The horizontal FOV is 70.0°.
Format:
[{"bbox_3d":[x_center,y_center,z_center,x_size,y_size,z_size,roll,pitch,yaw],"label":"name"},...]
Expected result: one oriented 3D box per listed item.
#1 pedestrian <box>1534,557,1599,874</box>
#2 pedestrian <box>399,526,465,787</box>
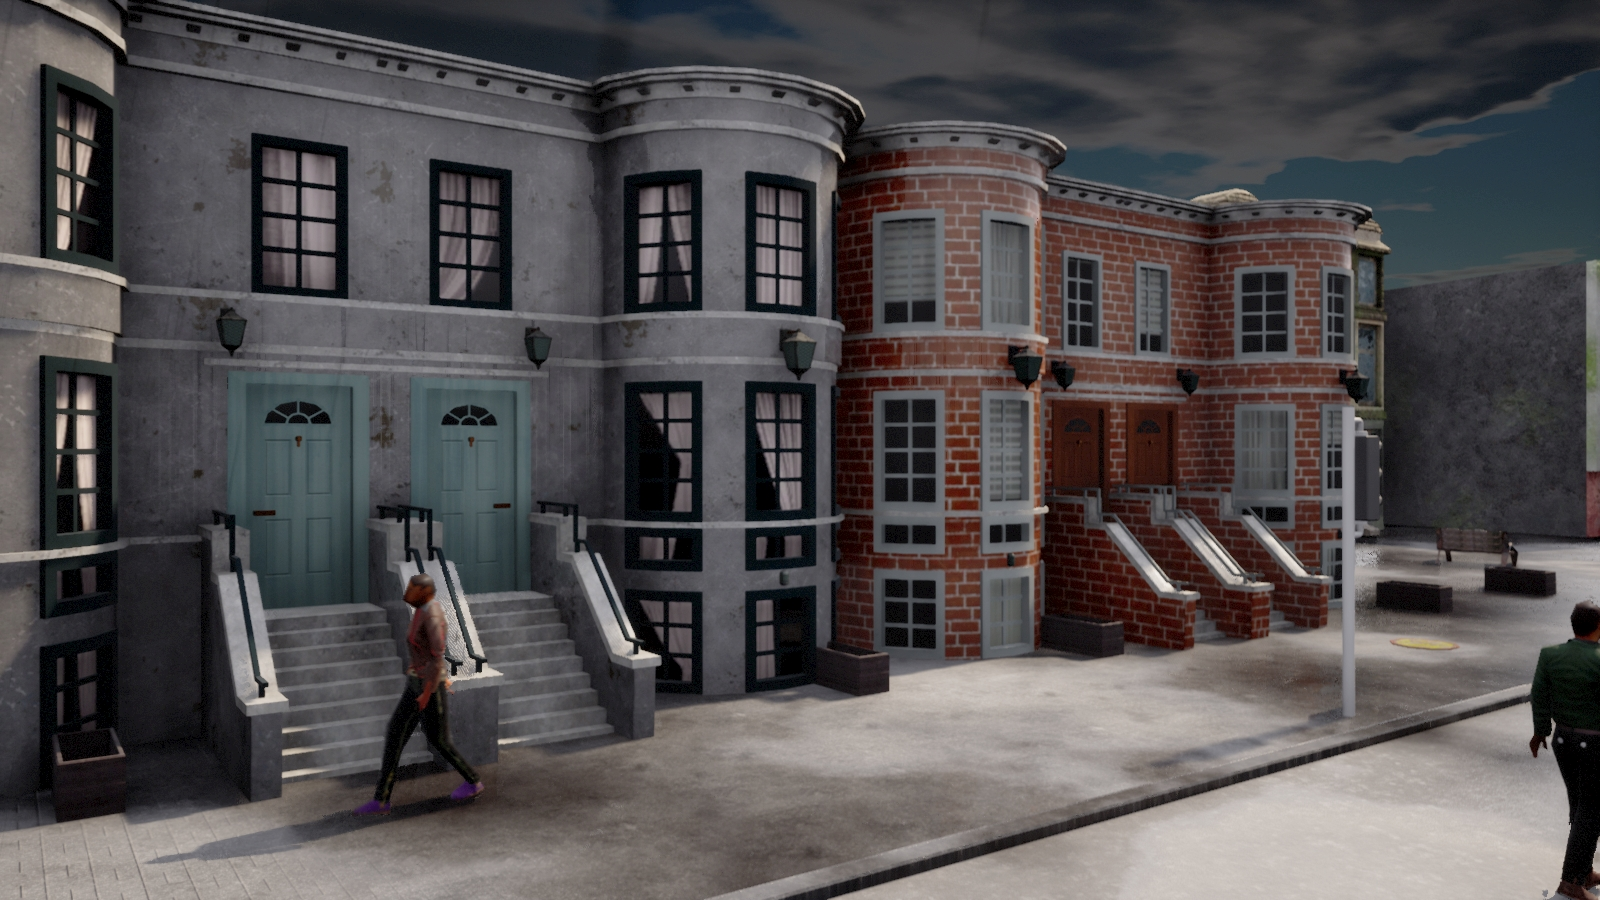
[{"bbox_3d":[4.878,1.617,7.102,0.375,1.860,0.375,0,0,-21],"label":"pedestrian"},{"bbox_3d":[-2.760,1.519,8.563,0.375,1.860,0.375,0,0,-35],"label":"pedestrian"}]
